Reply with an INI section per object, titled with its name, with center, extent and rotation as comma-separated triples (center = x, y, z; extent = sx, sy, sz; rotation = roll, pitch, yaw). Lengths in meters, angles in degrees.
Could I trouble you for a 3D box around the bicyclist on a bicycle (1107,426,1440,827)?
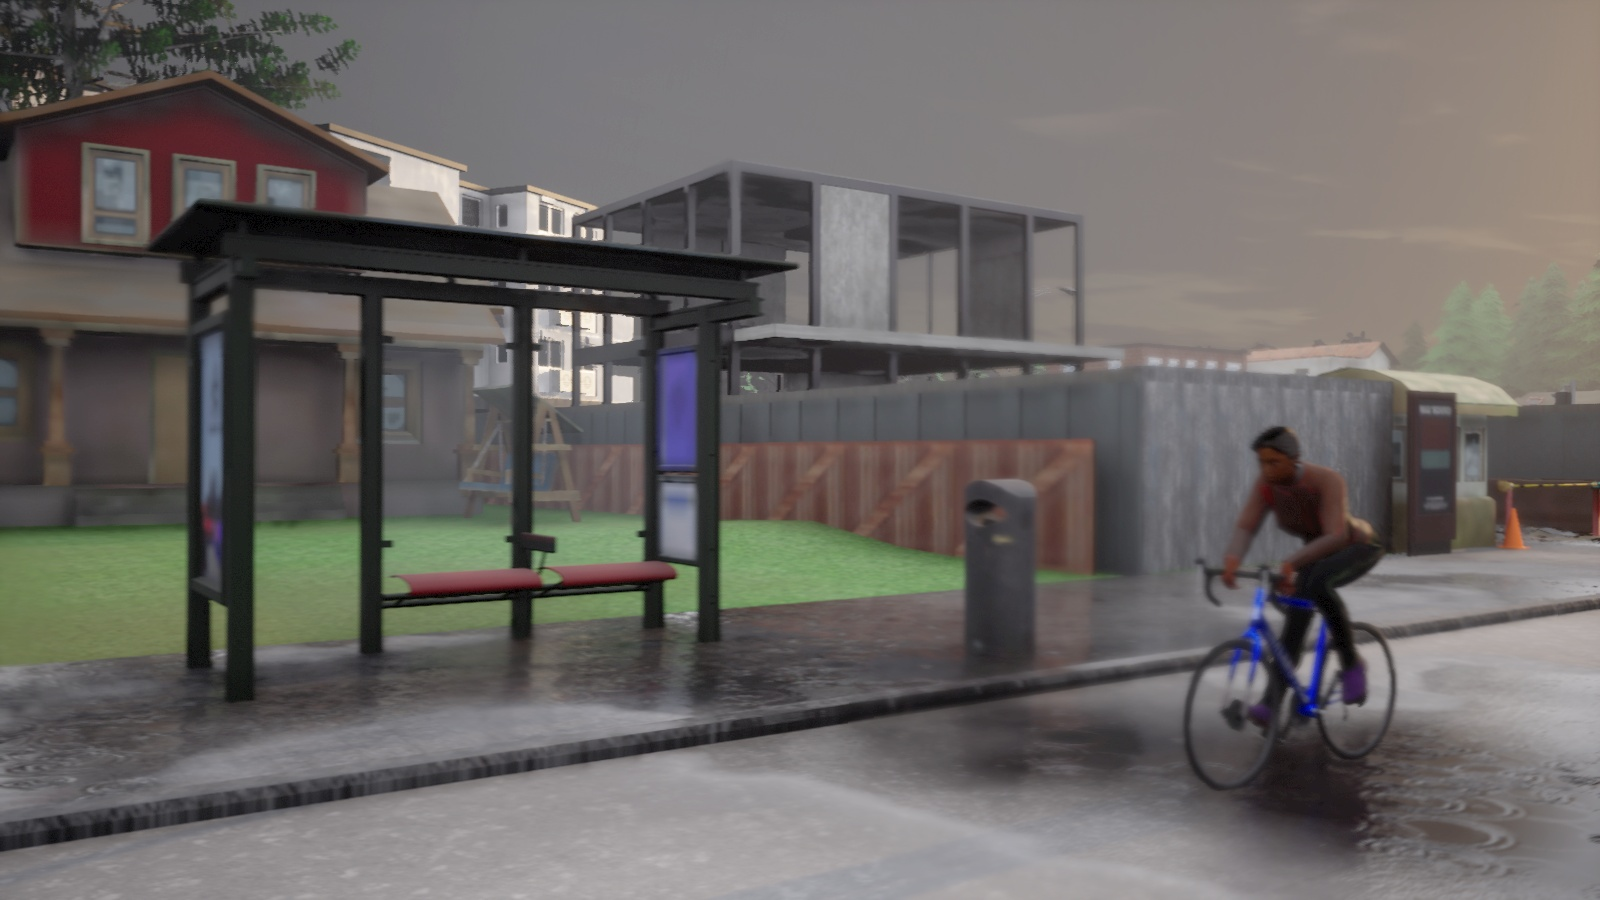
[bicyclist on a bicycle]
center = 2.212, 0.707, 5.782
extent = 1.656, 1.620, 0.582
rotation = 0, 0, -34
